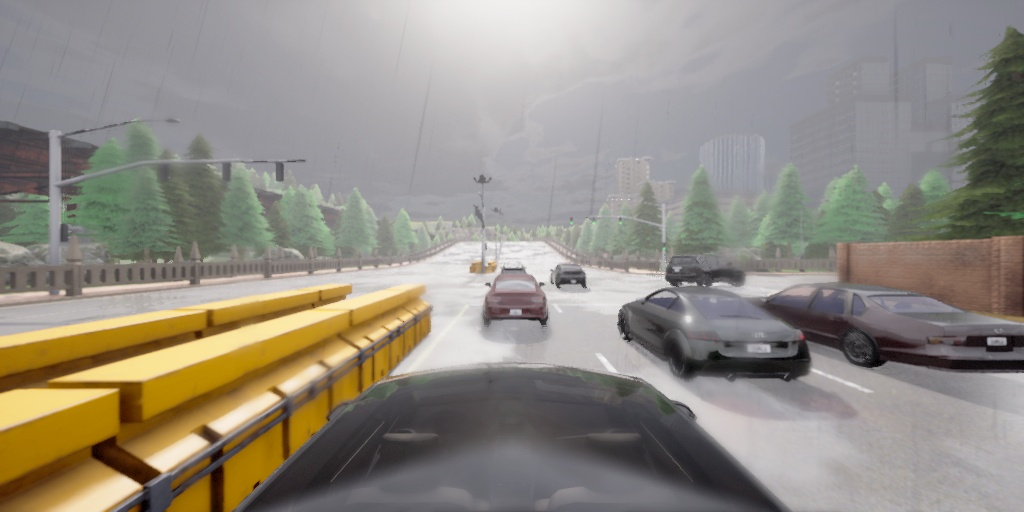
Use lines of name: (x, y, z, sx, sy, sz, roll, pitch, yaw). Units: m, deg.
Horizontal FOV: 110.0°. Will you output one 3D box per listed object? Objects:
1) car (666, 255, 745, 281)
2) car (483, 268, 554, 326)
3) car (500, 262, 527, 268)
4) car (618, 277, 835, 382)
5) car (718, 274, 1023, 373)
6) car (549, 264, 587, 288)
car: (12.148, 0.956, 22.513, 5.566, 2.045, 2.150, 0, -2, -29)
car: (0.098, 1.269, 11.459, 1.812, 1.442, 4.674, 0, 0, 0)
car: (0.097, 1.224, 27.052, 2.128, 1.511, 4.902, 0, 0, 0)
car: (3.597, 1.310, 7.227, 1.994, 1.385, 4.181, 0, 0, 0)
car: (7.098, 1.293, 7.761, 2.033, 1.411, 5.357, 0, 0, 0)
car: (3.598, 1.239, 23.388, 1.837, 1.490, 4.892, 0, 0, 0)
